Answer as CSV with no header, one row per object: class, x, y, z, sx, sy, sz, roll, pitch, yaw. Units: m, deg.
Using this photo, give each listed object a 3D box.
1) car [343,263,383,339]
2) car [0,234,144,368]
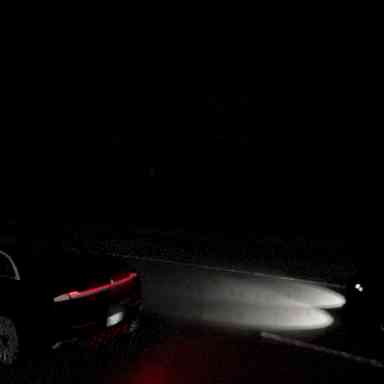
car,4.536,1.545,4.850,4.181,1.385,1.994,0,0,36
car,-3.088,1.482,5.724,4.902,1.511,2.128,0,0,32
